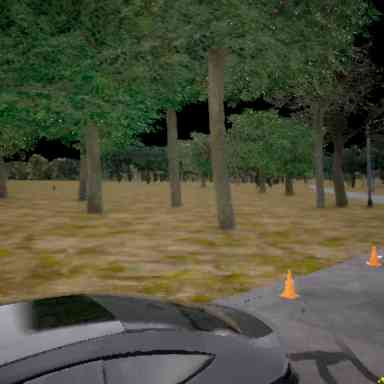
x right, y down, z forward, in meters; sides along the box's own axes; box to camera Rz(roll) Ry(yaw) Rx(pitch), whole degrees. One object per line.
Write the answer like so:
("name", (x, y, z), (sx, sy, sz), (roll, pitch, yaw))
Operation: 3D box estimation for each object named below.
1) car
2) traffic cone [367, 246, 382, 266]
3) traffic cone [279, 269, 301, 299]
("car", (-1.219, 1.540, 2.102), (4.674, 1.442, 1.812), (0, 0, -37))
("traffic cone", (5.781, 2.011, 10.553), (0.340, 0.580, 0.340), (0, -1, -43))
("traffic cone", (2.155, 2.001, 7.333), (0.340, 0.580, 0.340), (0, -1, -40))
